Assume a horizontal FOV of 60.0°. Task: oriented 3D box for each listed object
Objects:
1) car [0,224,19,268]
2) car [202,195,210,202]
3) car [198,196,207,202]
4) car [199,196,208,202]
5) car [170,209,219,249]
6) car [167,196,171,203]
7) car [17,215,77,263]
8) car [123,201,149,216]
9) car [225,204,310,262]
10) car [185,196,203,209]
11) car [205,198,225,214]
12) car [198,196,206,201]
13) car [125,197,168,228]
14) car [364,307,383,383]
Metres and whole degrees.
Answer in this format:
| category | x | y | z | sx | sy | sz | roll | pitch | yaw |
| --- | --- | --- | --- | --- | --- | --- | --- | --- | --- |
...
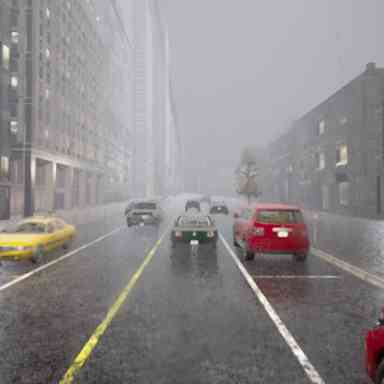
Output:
| category | x | y | z | sx | sy | sz | roll | pitch | yaw |
| --- | --- | --- | --- | --- | --- | --- | --- | --- | --- |
| car | -5.682 | 1.585 | 6.737 | 1.947 | 1.339 | 4.313 | 1 | 0 | 0 |
| car | 2.681 | 1.460 | 67.747 | 2.192 | 1.841 | 5.009 | 1 | 0 | 0 |
| car | 2.671 | 1.732 | 84.384 | 1.947 | 1.339 | 4.313 | 1 | 0 | 0 |
| car | 2.673 | 1.705 | 78.839 | 1.887 | 1.381 | 4.507 | 1 | 0 | 0 |
| car | 0.093 | 1.641 | 14.857 | 1.895 | 1.301 | 4.718 | 0 | 0 | 0 |
| car | -5.703 | 1.593 | 73.286 | 1.967 | 1.590 | 4.097 | 1 | 0 | 0 |
| car | -5.683 | 1.559 | 12.112 | 1.752 | 1.417 | 4.829 | 1 | 0 | 0 |
| car | -5.691 | 1.650 | 34.465 | 1.947 | 1.339 | 4.313 | 1 | 0 | 0 |
| car | 2.700 | 1.349 | 12.288 | 2.192 | 1.841 | 5.009 | 1 | 0 | 0 |
| car | 0.086 | 1.605 | 42.631 | 1.837 | 1.490 | 4.892 | 0 | 0 | 0 |
| car | 2.689 | 1.650 | 34.470 | 1.947 | 1.339 | 4.313 | 1 | 0 | 0 |
| car | 2.669 | 1.738 | 89.928 | 1.947 | 1.339 | 4.313 | 1 | 0 | 0 |
| car | -3.081 | 1.411 | 22.760 | 2.097 | 1.767 | 4.553 | 0 | 0 | 0 |
| car | 2.704 | 1.319 | 1.195 | 2.192 | 1.841 | 5.009 | 1 | 0 | 0 |
